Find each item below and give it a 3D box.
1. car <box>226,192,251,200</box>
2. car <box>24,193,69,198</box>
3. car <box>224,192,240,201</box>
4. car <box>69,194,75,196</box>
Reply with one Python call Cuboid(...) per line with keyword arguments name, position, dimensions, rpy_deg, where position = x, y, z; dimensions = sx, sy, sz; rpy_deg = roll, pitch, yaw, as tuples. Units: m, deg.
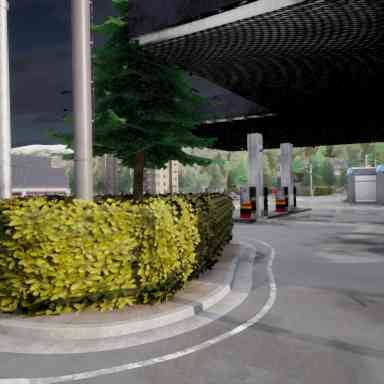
Cuboid(name="car", position=(9.267, 0.811, 66.471), dimensions=(4.514, 1.523, 2.007), rpy_deg=(-1, 1, 35))
Cuboid(name="car", position=(-14.729, 1.183, 33.571), dimensions=(3.866, 1.878, 1.905), rpy_deg=(-1, 1, 35))
Cuboid(name="car", position=(7.493, 0.850, 63.884), dimensions=(5.027, 1.636, 2.152), rpy_deg=(-1, 1, 35))
Cuboid(name="car", position=(-24.183, 1.123, 63.864), dimensions=(3.866, 1.878, 1.905), rpy_deg=(-1, 1, 35))
